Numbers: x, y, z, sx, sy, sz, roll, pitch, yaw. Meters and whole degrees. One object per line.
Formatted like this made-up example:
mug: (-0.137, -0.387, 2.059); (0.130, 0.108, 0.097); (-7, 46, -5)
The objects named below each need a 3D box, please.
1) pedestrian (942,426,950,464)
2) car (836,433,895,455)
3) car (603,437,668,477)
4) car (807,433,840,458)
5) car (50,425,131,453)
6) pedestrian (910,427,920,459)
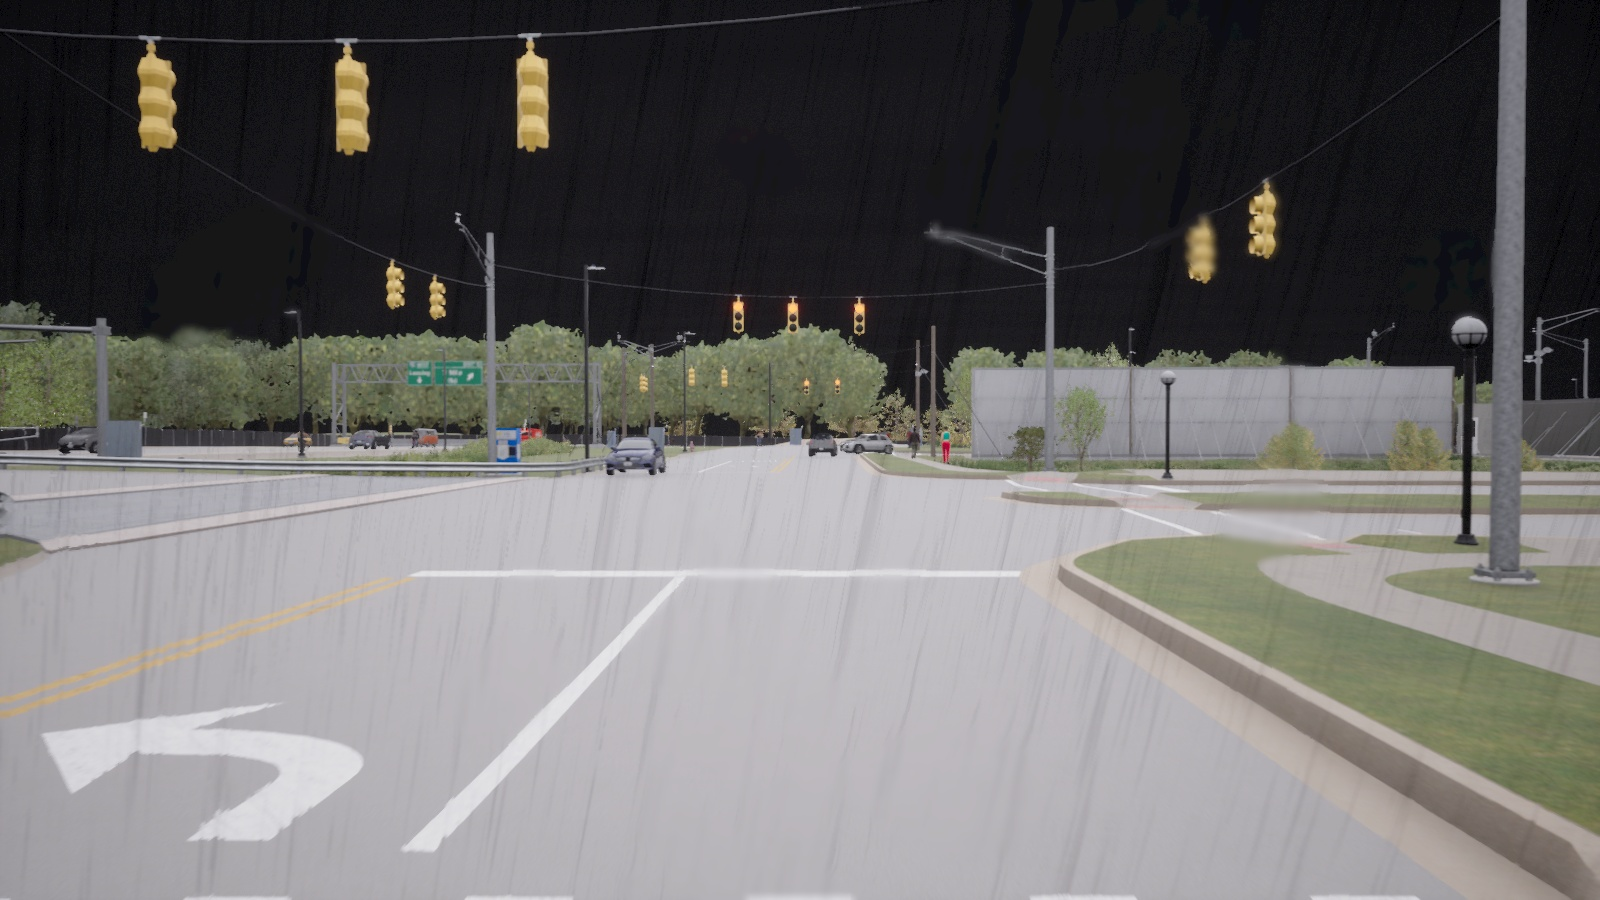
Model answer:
pedestrian: (7.054, -0.243, 60.609); (0.345, 1.836, 0.594); (0, 2, 1)
car: (4.778, -0.460, 91.796); (3.806, 1.475, 1.970); (1, 2, -27)
car: (-6.375, 0.228, 49.010); (1.812, 1.442, 4.674); (0, 1, 1)
car: (1.502, -0.302, 80.331); (1.845, 1.501, 3.633); (0, 1, 5)
car: (-40.518, -0.638, 71.875); (2.007, 1.525, 4.514); (0, 0, 1)
pedestrian: (6.635, -0.424, 72.454); (0.431, 1.840, 0.703); (0, 2, 13)
